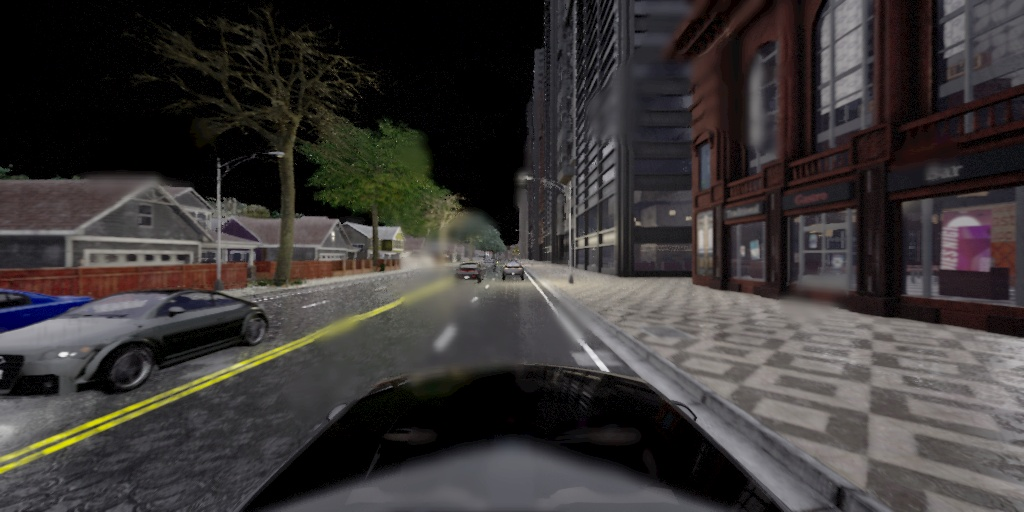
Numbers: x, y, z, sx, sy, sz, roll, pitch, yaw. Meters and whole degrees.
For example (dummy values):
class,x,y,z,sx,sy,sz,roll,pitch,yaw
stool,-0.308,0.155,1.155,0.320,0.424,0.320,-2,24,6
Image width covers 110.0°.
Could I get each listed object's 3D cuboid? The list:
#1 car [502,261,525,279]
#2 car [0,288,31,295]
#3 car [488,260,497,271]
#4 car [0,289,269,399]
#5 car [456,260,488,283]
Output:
class,x,y,z,sx,sy,sz,roll,pitch,yaw
car,0.109,1.247,31.968,2.128,1.511,4.902,0,0,0
car,-9.838,1.228,5.542,1.882,1.535,5.008,0,0,0
car,-3.137,1.263,50.575,2.128,1.511,4.902,0,0,0
car,-6.587,1.314,6.528,1.994,1.385,4.181,0,0,0
car,-3.142,1.257,27.666,1.837,1.490,4.892,0,0,0
